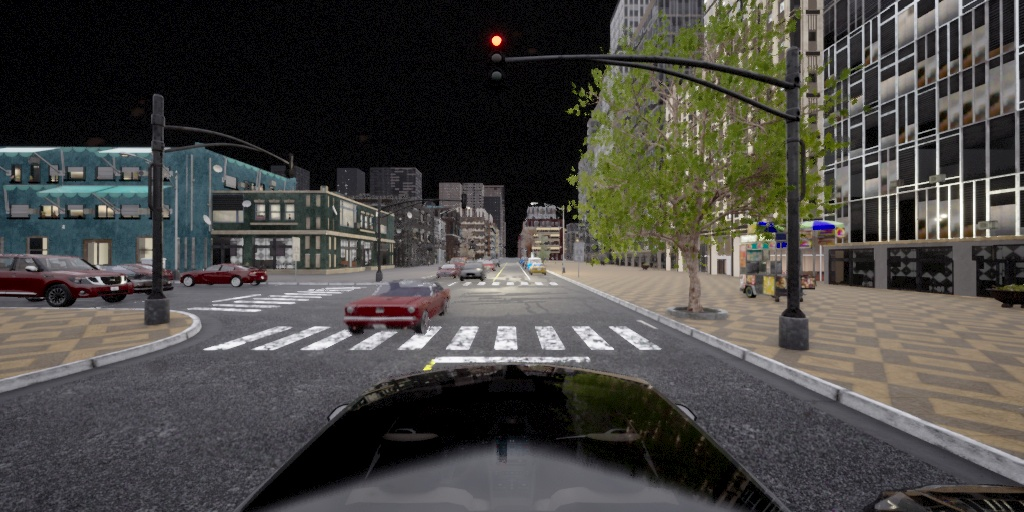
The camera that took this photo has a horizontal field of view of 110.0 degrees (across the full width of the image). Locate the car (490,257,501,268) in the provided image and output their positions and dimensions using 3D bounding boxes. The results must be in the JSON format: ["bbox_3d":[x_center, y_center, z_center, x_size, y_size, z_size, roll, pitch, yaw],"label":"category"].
[{"bbox_3d":[-2.998,1.262,63.151,1.837,1.490,4.892,0,0,1],"label":"car"}]

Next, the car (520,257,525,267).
[{"bbox_3d":[2.732,1.305,54.735,2.007,1.370,4.403,0,0,0],"label":"car"}]

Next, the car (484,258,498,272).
[{"bbox_3d":[-3.059,1.279,45.637,1.812,1.442,4.674,0,0,0],"label":"car"}]

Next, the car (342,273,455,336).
[{"bbox_3d":[-3.092,1.351,10.594,1.895,1.301,4.718,0,0,0],"label":"car"}]

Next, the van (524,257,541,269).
[{"bbox_3d":[2.724,1.094,43.633,1.690,1.789,3.998,0,0,0],"label":"van"}]

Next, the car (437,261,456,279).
[{"bbox_3d":[-5.665,1.334,32.534,1.802,1.307,4.207,0,0,0],"label":"car"}]

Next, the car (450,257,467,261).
[{"bbox_3d":[-5.661,1.067,38.085,2.192,1.841,5.009,0,0,0],"label":"car"}]

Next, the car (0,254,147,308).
[{"bbox_3d":[-17.149,0.850,13.155,5.009,1.841,2.192,0,0,-1],"label":"car"}]

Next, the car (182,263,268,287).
[{"bbox_3d":[-17.261,1.121,21.535,4.507,1.381,1.888,0,0,-1],"label":"car"}]

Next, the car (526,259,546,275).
[{"bbox_3d":[2.720,1.278,38.251,1.751,1.417,4.829,0,0,0],"label":"car"}]

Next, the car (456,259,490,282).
[{"bbox_3d":[-3.078,1.256,29.048,1.837,1.490,4.892,0,0,0],"label":"car"}]

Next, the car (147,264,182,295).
[{"bbox_3d":[-18.227,1.082,15.733,5.357,1.411,2.033,1,0,-1],"label":"car"}]
